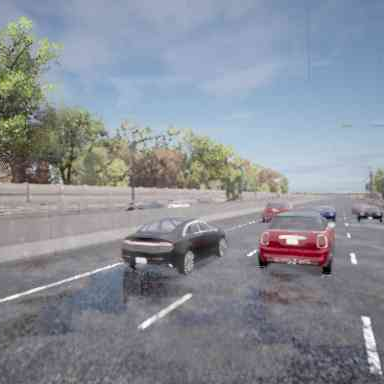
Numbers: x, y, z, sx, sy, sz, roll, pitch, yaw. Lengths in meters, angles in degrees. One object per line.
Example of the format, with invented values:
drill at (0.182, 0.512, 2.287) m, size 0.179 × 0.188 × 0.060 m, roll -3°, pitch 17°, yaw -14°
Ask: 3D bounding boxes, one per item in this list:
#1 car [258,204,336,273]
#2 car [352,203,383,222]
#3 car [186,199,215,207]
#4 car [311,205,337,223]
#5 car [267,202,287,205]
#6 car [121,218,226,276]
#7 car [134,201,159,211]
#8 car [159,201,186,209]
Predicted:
car at (3.713, 1.447, 11.380) m, size 2.097 × 1.767 × 4.553 m, roll 0°, pitch -1°, yaw 24°
car at (15.278, 1.840, 28.848) m, size 1.895 × 1.301 × 4.718 m, roll 0°, pitch -1°, yaw 24°
car at (1.446, 1.705, 41.184) m, size 2.097 × 1.767 × 4.553 m, roll 0°, pitch -1°, yaw 24°
car at (11.524, 1.842, 28.910) m, size 1.895 × 1.301 × 4.718 m, roll 0°, pitch -1°, yaw 24°
car at (7.391, 1.590, 28.240) m, size 2.097 × 1.767 × 4.553 m, roll 0°, pitch -1°, yaw 24°
car at (-0.339, 1.585, 10.886) m, size 2.128 × 1.511 × 4.902 m, roll 0°, pitch -1°, yaw 24°
car at (-5.354, 1.921, 43.120) m, size 2.033 × 1.411 × 5.357 m, roll 0°, pitch -1°, yaw 24°
car at (-1.892, 1.890, 42.294) m, size 1.812 × 1.442 × 4.674 m, roll 0°, pitch -1°, yaw 24°
